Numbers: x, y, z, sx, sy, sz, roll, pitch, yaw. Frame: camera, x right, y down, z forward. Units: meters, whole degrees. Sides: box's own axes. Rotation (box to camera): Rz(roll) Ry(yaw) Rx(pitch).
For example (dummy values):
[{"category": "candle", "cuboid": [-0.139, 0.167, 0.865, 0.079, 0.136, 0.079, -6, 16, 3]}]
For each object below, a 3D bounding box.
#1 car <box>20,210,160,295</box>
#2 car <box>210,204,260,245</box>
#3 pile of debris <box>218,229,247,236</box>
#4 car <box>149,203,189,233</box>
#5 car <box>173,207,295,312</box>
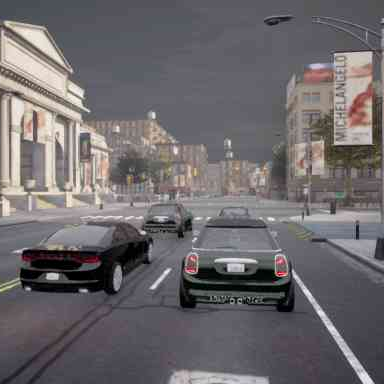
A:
[{"category": "car", "cuboid": [-2.395, 1.478, 8.877, 1.882, 1.535, 5.008, 0, 0, 7]}, {"category": "car", "cuboid": [2.163, 1.489, 16.803, 2.128, 1.511, 4.902, 0, 0, 8]}, {"category": "pile of debris", "cuboid": [2.221, 2.175, 18.040, 1.500, 0.140, 1.860, 0, 0, 8]}, {"category": "car", "cuboid": [-1.196, 1.352, 18.009, 2.097, 1.767, 4.553, 0, 0, 8]}, {"category": "car", "cuboid": [1.023, 1.352, 7.956, 2.097, 1.767, 4.553, 0, 0, 7]}]
